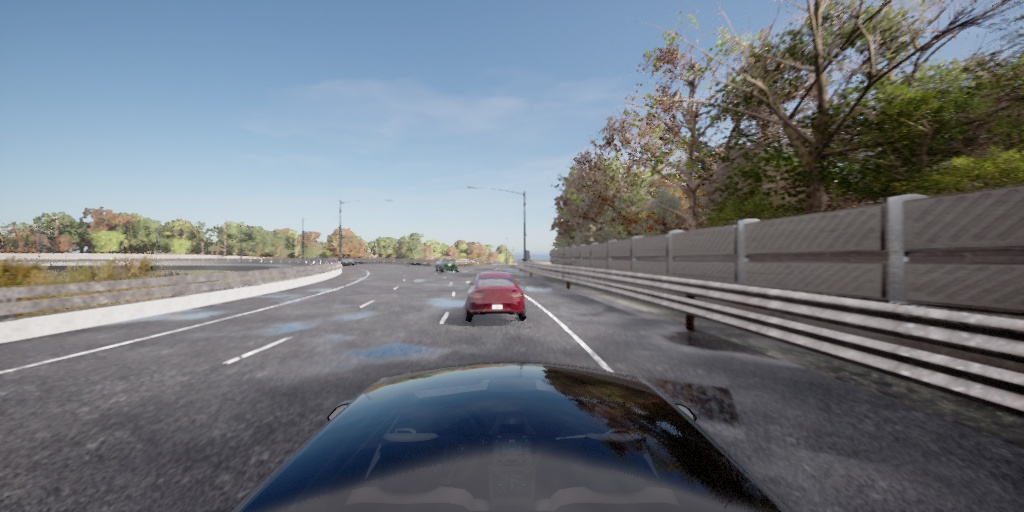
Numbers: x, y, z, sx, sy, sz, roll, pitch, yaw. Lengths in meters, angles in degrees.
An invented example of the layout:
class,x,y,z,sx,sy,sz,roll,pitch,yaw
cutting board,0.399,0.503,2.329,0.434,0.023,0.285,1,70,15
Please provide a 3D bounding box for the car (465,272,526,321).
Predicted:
class,x,y,z,sx,sy,sz,roll,pitch,yaw
car,-0.617,1.268,12.369,1.812,1.442,4.674,0,0,-5

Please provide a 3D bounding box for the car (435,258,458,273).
class,x,y,z,sx,sy,sz,roll,pitch,yaw
car,-7.966,1.080,43.341,2.097,1.767,4.553,0,0,-22
